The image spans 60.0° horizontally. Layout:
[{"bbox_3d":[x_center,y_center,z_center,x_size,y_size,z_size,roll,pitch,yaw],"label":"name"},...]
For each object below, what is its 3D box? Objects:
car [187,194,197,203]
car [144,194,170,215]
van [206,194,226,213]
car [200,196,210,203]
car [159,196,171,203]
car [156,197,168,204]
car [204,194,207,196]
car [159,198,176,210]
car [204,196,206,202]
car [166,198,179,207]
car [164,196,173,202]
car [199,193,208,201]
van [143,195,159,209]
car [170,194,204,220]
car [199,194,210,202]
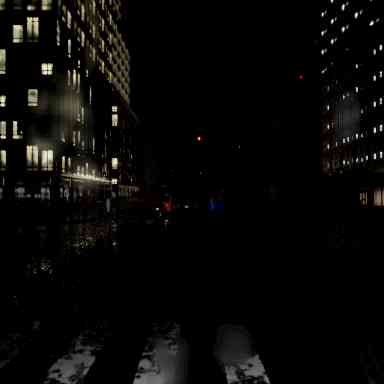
[{"bbox_3d":[0.079,1.352,72.800,2.097,1.767,4.553,0,0,0],"label":"car"},{"bbox_3d":[-3.200,1.222,33.569,2.150,2.045,5.566,0,0,0],"label":"car"},{"bbox_3d":[2.715,1.341,35.878,1.690,1.788,3.998,0,0,0],"label":"van"},{"bbox_3d":[2.755,1.542,69.110,1.887,1.381,4.507,0,0,0],"label":"car"},{"bbox_3d":[-5.626,1.548,69.148,2.008,1.369,4.403,0,0,0],"label":"car"},{"bbox_3d":[-5.651,1.564,63.609,1.947,1.339,4.313,0,0,0],"label":"car"},{"bbox_3d":[2.730,1.313,63.571,2.192,1.841,5.009,0,0,0],"label":"car"},{"bbox_3d":[-3.155,1.525,43.347,1.812,1.442,4.674,0,0,0],"label":"car"},{"bbox_3d":[2.650,1.544,41.417,1.887,1.381,4.507,0,0,0],"label":"car"},{"bbox_3d":[-3.101,1.600,53.420,1.895,1.301,4.718,0,0,0],"label":"car"},{"bbox_3d":[-5.574,1.578,80.227,1.802,1.307,4.206,0,0,0],"label":"car"},{"bbox_3d":[2.833,1.309,85.728,2.192,1.841,5.009,0,0,0],"label":"car"},{"bbox_3d":[-5.727,1.341,46.992,1.690,1.788,3.998,0,0,0],"label":"van"},{"bbox_3d":[-0.502,1.222,28.131,2.150,2.045,5.566,-1,0,-2],"label":"car"},{"bbox_3d":[2.781,1.312,74.650,2.192,1.841,5.009,0,0,0],"label":"car"}]
